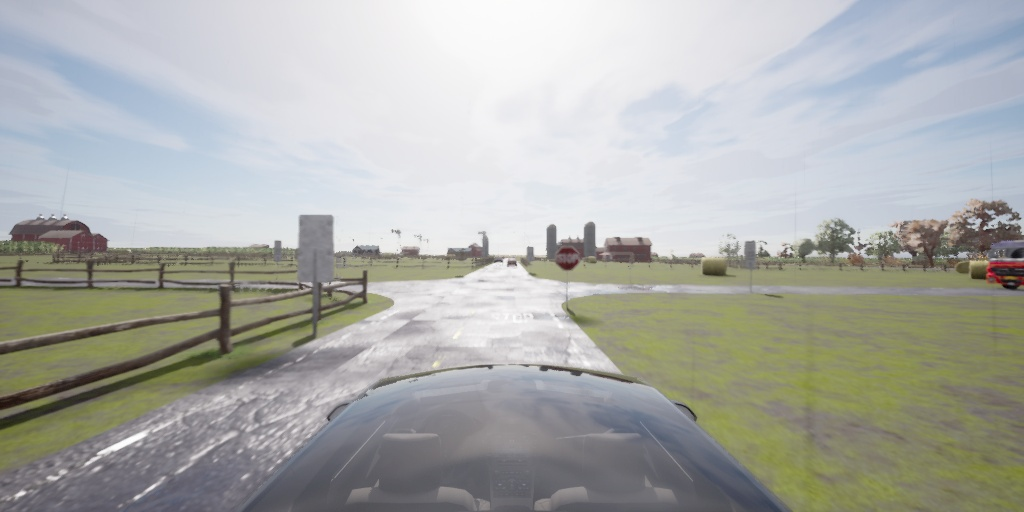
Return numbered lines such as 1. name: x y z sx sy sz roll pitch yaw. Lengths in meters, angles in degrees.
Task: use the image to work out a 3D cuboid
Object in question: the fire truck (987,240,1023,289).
1. fire truck: 39.453 0.571 25.382 8.468 3.827 2.891 1 -1 -1
